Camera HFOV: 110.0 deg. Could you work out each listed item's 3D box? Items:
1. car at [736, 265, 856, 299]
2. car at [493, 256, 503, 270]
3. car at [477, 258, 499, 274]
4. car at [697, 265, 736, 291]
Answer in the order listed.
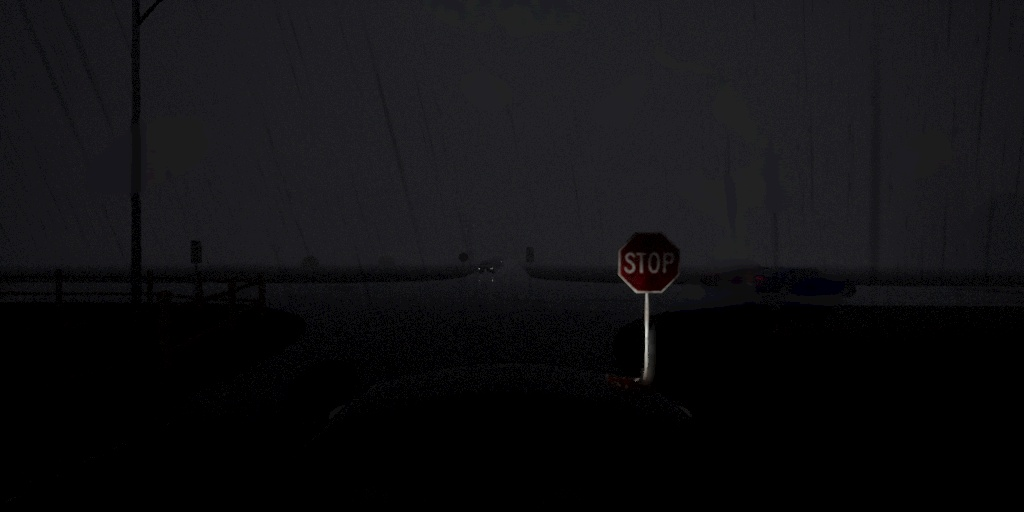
[{"bbox_3d":[14.707,1.325,18.414,5.008,1.535,1.882,0,0,-1],"label":"car"},{"bbox_3d":[-2.866,1.178,54.963,2.097,1.767,4.553,0,0,0],"label":"car"},{"bbox_3d":[-2.854,1.306,41.275,1.837,1.490,4.892,0,0,0],"label":"car"},{"bbox_3d":[14.131,1.290,22.121,5.008,1.535,1.882,0,0,0],"label":"car"}]
